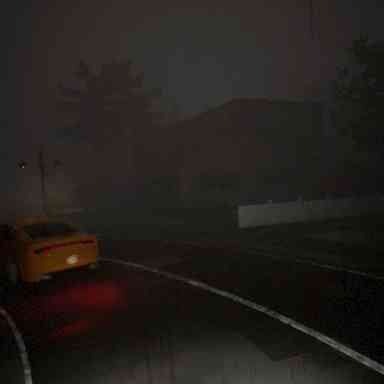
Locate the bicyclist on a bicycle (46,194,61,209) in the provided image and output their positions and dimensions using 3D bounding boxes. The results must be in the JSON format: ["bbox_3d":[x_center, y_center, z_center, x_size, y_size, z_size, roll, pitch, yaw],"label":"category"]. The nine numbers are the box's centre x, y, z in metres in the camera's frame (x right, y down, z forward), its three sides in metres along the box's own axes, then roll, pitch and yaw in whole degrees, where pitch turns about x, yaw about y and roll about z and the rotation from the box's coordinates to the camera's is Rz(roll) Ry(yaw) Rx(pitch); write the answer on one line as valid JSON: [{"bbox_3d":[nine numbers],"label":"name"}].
[{"bbox_3d":[-16.156,1.094,38.692,1.656,1.620,0.582,-3,2,-21],"label":"bicyclist on a bicycle"}]

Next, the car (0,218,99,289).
[{"bbox_3d":[-4.595,1.480,9.446,5.008,1.535,1.882,-1,2,43],"label":"car"}]
